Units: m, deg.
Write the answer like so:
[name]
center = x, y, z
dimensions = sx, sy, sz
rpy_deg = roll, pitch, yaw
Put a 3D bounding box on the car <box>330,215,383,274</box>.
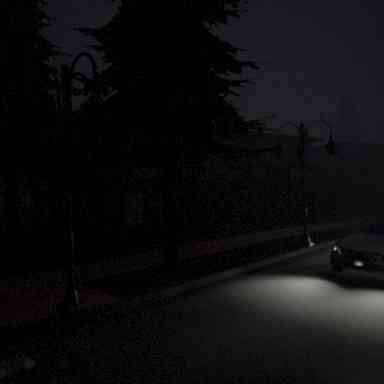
[car]
center = 5.765, 1.414, 9.634
dimensions = 4.674, 1.442, 1.812
rpy_deg = -2, 0, -42
